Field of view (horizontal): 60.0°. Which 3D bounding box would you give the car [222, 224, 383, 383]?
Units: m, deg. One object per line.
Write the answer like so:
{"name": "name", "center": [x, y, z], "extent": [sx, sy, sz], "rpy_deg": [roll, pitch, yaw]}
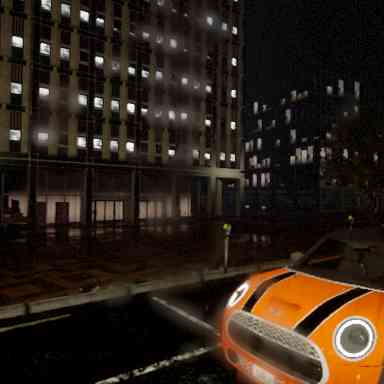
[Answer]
{"name": "car", "center": [2.612, 1.363, 4.801], "extent": [4.553, 1.767, 2.097], "rpy_deg": [0, 0, -34]}
